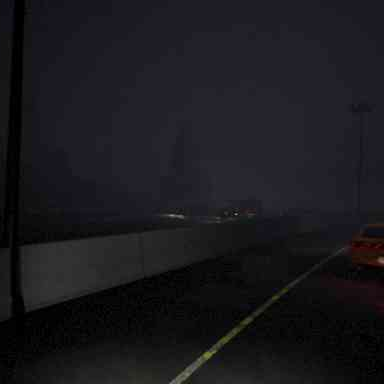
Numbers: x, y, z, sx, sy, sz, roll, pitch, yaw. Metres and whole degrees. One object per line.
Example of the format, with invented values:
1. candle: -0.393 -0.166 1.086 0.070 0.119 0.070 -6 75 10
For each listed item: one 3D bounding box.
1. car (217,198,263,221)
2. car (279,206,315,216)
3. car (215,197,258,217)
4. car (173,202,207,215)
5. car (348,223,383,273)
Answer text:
1. car: 4.938 1.665 32.684 2.150 2.045 5.566 1 -1 40
2. car: 10.946 2.203 34.294 2.033 1.411 5.357 1 -1 42
3. car: 5.243 1.724 38.399 2.150 2.045 5.566 1 -1 42
4. car: -0.207 1.876 37.413 1.994 1.385 4.181 1 -1 41
5. car: 6.579 1.792 11.183 1.882 1.535 5.008 1 -1 33
